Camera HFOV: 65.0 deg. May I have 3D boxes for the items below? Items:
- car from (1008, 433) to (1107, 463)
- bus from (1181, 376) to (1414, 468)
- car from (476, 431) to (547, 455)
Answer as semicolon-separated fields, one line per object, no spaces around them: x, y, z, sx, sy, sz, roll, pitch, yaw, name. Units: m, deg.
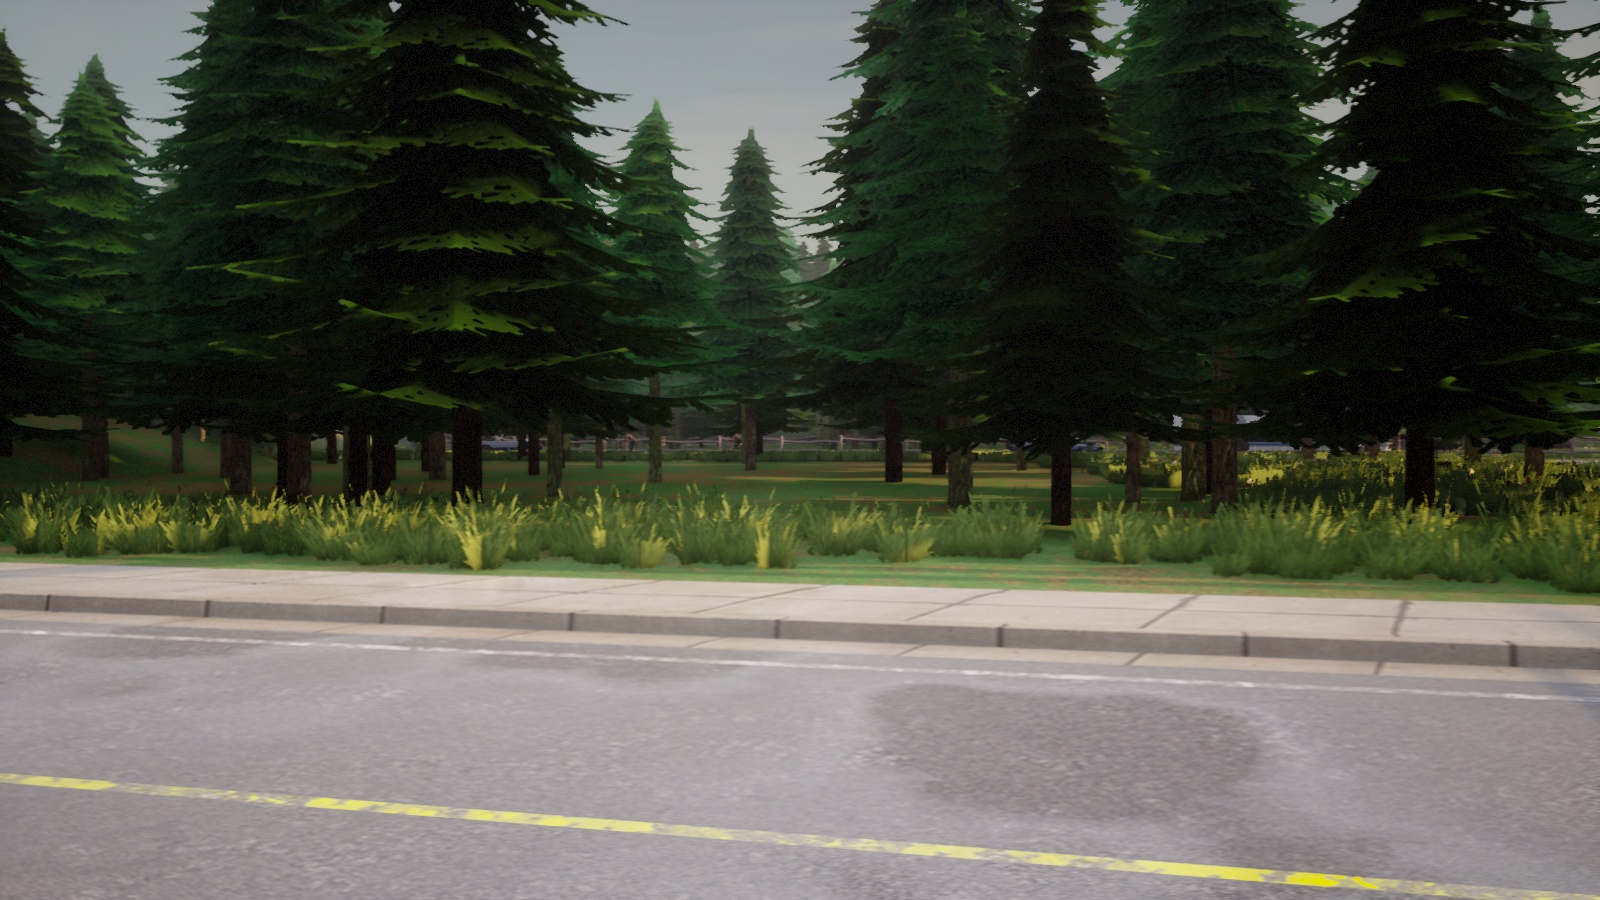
13.332;-0.102;64.955;4.792;1.488;2.163;0;1;17;car
24.102;-1.384;61.535;10.273;4.253;3.944;1;1;18;bus
-17.848;-0.447;77.659;3.806;1.475;1.970;0;1;15;car
